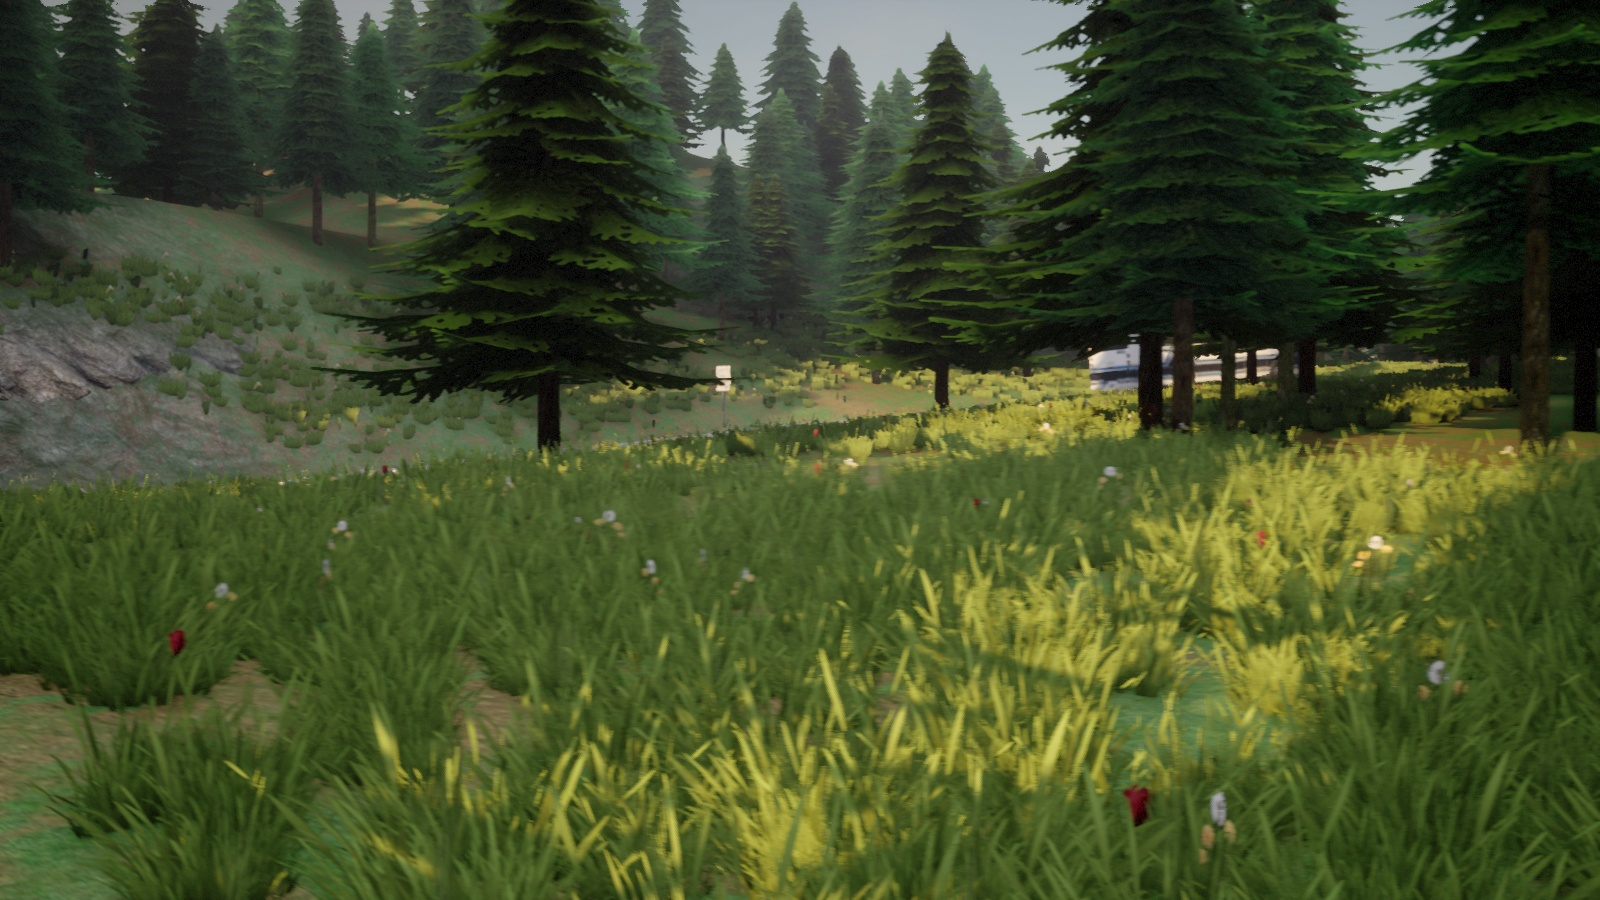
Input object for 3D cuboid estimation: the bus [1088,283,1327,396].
[{"bbox_3d":[19.050,-5.162,58.617,10.273,4.253,3.944,-7,2,-23],"label":"bus"}]
